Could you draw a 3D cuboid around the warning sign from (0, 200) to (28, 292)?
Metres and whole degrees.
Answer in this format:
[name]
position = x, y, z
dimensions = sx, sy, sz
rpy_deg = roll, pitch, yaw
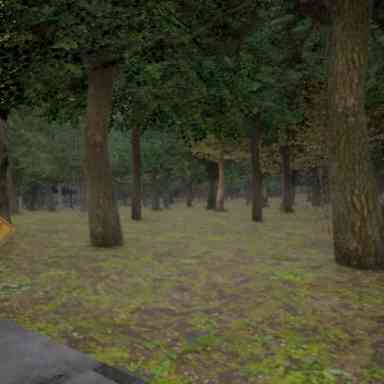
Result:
[warning sign]
position = -4.434, 1.133, 7.072
dimensions = 1.060, 1.860, 1.300
rpy_deg = -1, 0, 35
